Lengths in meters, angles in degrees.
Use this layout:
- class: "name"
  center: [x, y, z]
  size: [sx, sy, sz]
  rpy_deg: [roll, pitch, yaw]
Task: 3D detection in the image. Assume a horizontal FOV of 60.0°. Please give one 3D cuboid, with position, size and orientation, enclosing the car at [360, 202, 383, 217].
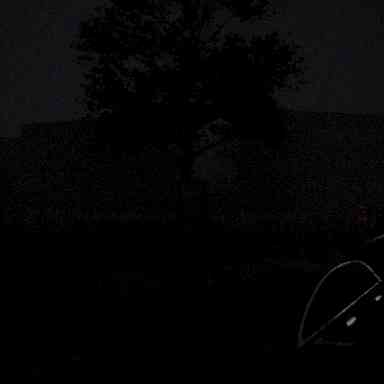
- class: "car"
  center: [19.950, 1.831, 34.502]
  size: [4.902, 1.511, 2.128]
  rpy_deg: [0, 0, -10]

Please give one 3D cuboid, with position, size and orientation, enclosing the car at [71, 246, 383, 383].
- class: "car"
  center: [1.015, 1.511, 3.999]
  size: [1.837, 1.490, 4.892]
  rpy_deg: [0, 0, 44]
